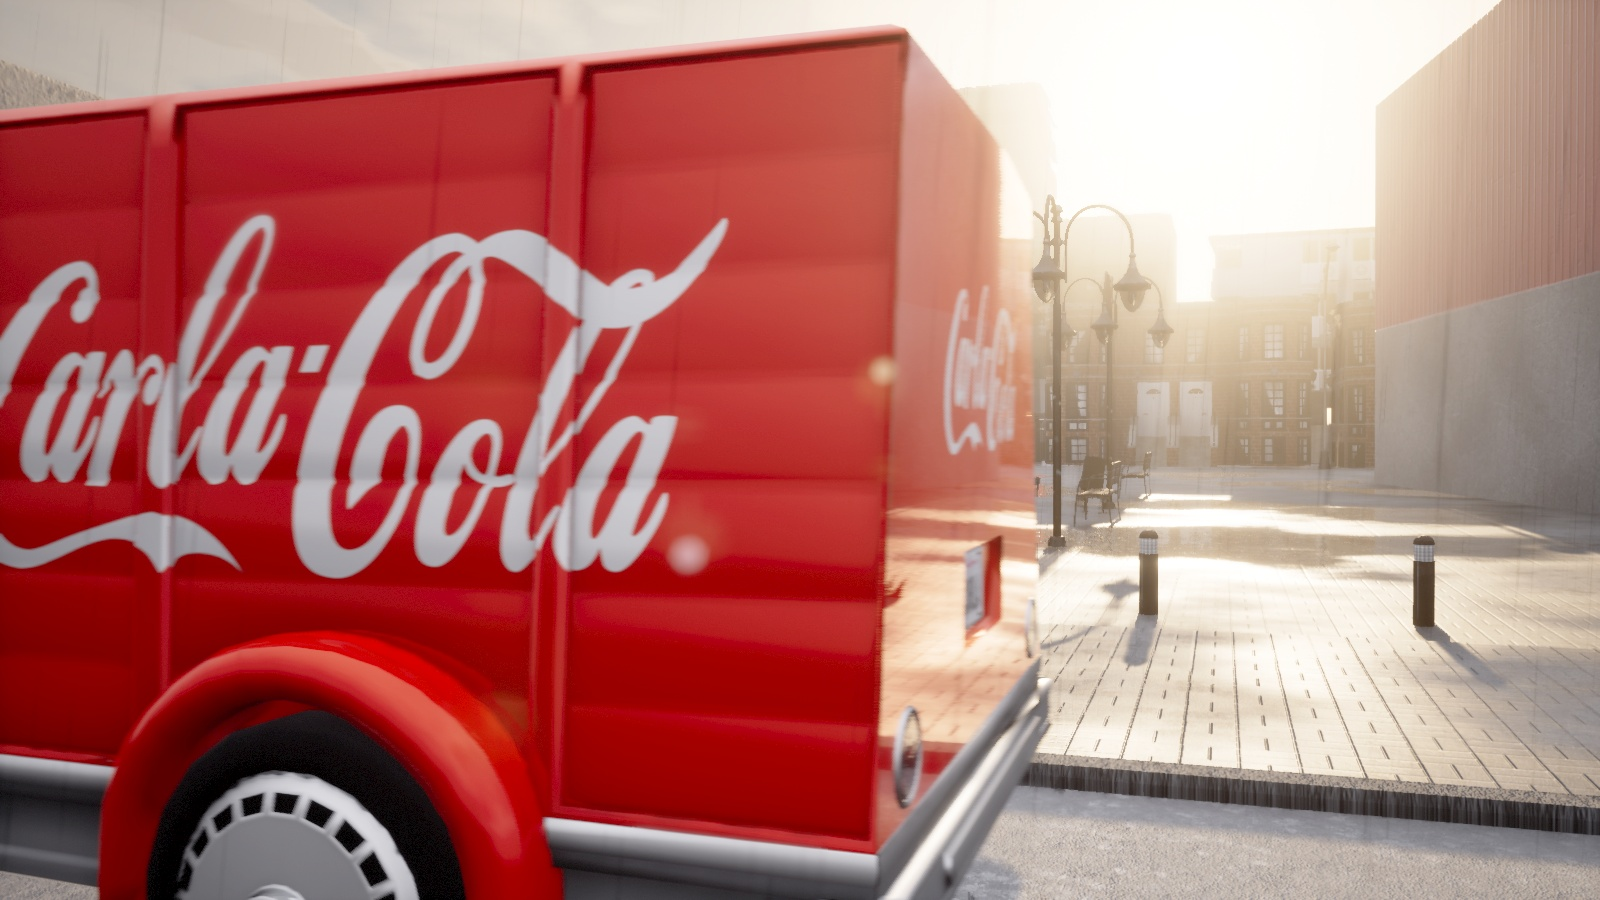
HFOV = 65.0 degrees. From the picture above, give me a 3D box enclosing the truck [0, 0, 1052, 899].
[{"bbox_3d":[-1.933,0.263,4.362,5.204,2.467,2.627,1,1,19],"label":"truck"}]
